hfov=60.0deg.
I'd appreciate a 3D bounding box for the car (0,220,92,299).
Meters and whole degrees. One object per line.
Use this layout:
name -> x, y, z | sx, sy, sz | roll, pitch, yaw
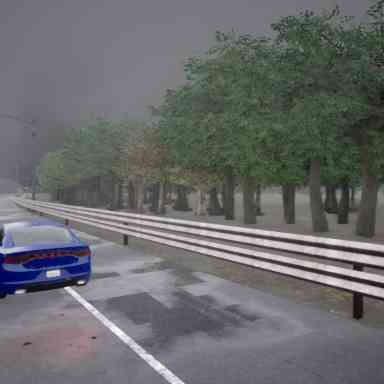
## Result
car -> -4.186, 1.479, 8.674 | 1.882, 1.535, 5.008 | 0, 0, -35
